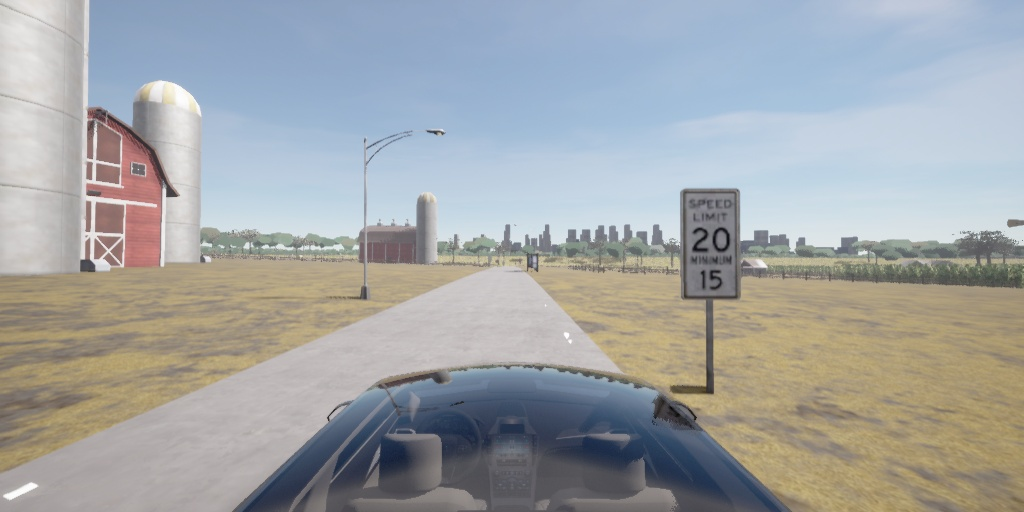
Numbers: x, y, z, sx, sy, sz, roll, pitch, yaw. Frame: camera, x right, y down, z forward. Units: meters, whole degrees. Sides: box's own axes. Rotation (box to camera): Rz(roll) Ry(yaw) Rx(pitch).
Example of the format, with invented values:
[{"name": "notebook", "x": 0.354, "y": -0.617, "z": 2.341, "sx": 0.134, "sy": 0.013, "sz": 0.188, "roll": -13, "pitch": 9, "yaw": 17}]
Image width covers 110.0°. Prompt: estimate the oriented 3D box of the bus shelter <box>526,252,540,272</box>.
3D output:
[{"name": "bus shelter", "x": 3.125, "y": 0.910, "z": 52.379, "sx": 1.920, "sy": 2.740, "sz": 3.880, "roll": 0, "pitch": 0, "yaw": 0}]
